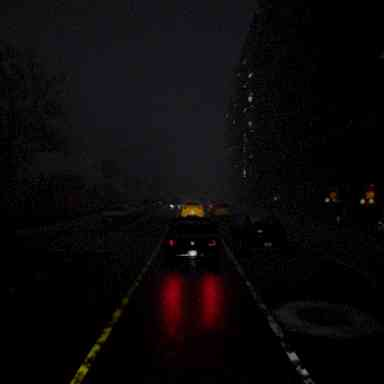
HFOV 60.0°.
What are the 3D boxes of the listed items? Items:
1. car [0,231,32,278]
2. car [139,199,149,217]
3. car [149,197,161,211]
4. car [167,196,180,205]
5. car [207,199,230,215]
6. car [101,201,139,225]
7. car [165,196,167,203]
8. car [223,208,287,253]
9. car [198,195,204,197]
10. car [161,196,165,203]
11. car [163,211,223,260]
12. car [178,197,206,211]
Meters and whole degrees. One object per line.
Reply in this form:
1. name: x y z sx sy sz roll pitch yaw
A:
1. car: -5.302 1.580 7.736 1.802 1.307 4.206 1 0 0
2. car: -5.289 1.518 29.712 1.752 1.417 4.829 1 0 0
3. car: -5.283 1.572 40.954 1.802 1.307 4.206 1 0 0
4. car: -2.757 1.534 58.573 2.033 1.411 5.357 0 0 1
5. car: 2.592 1.518 30.267 1.752 1.417 4.829 1 0 0
6. car: -5.292 1.519 24.176 1.752 1.417 4.829 1 0 0
7. car: -5.269 1.426 63.099 1.967 1.590 4.097 1 0 0
8. car: 2.582 1.547 13.463 2.008 1.369 4.403 1 0 0
9. car: 2.622 1.563 85.546 1.802 1.307 4.206 1 0 0
10. car: -5.280 1.571 46.490 1.802 1.307 4.206 1 0 0
11. car: 0.042 1.598 12.476 1.895 1.301 4.718 0 0 1
12. car: 0.070 1.470 29.406 1.882 1.535 5.008 0 0 1
